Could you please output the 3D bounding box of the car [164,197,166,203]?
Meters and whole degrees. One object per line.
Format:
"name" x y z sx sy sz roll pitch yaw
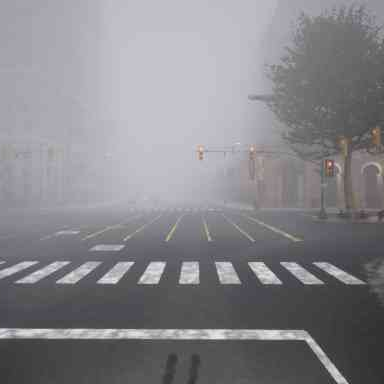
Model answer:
"car" -6.405 1.524 69.015 1.812 1.442 4.674 0 0 1

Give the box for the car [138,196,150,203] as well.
"car" -9.903 1.524 69.181 1.812 1.442 4.674 0 0 1

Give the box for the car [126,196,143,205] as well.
"car" -10.132 1.547 58.185 2.033 1.411 5.357 0 0 1

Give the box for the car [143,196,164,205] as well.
"car" -6.639 1.492 57.510 2.128 1.511 4.902 0 0 1
